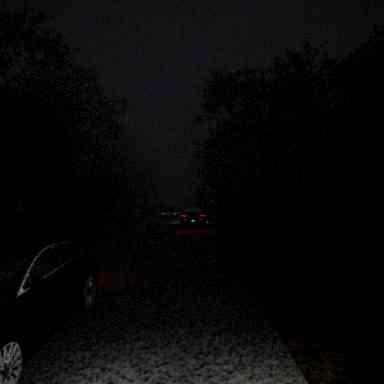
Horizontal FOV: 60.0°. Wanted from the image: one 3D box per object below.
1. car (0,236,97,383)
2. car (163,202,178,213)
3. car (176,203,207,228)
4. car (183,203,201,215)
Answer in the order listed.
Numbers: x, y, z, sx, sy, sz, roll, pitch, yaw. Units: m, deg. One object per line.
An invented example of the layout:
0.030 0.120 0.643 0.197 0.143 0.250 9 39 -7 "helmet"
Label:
-2.852 1.508 4.988 2.128 1.511 4.902 0 0 0 "car"
-2.984 2.105 46.379 1.882 1.535 5.008 0 -2 0 "car"
0.063 1.711 23.688 1.812 1.442 4.674 0 -1 0 "car"
-0.016 2.053 41.303 2.033 1.411 5.357 0 -1 0 "car"
